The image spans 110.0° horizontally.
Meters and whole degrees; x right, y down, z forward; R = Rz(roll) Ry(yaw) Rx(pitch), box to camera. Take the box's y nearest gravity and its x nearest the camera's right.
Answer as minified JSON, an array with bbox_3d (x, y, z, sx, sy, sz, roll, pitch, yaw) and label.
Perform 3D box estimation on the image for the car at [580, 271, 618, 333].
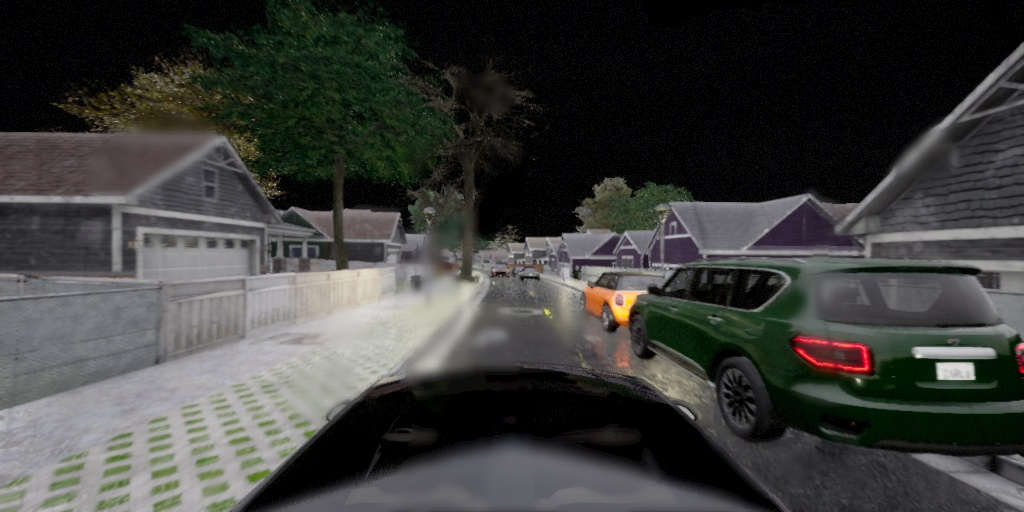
[{"bbox_3d":[3.599,1.254,11.545,2.097,1.767,4.553,1,-1,0],"label":"car"}]

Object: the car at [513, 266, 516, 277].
[{"bbox_3d":[0.874,2.046,48.552,2.033,1.411,5.357,1,-1,-6],"label":"car"}]

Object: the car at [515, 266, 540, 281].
[{"bbox_3d":[1.765,1.860,38.029,1.994,1.385,4.181,0,-1,-3],"label":"car"}]

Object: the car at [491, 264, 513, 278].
[{"bbox_3d":[-1.446,1.718,42.907,2.097,1.767,4.553,1,-1,-5],"label":"car"}]

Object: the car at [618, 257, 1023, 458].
[{"bbox_3d":[3.597,1.055,5.573,2.150,2.045,5.566,1,-1,0],"label":"car"}]
